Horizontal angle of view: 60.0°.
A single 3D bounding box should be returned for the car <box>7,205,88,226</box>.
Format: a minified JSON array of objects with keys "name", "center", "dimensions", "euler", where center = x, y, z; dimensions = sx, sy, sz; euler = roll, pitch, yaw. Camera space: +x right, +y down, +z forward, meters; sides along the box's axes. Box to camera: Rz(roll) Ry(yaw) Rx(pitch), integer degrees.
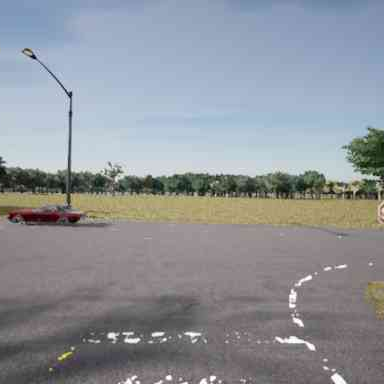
[{"name":"car","center":[-9.462,1.489,21.928],"dimensions":[4.718,1.301,1.895],"euler":[2,1,0]}]
